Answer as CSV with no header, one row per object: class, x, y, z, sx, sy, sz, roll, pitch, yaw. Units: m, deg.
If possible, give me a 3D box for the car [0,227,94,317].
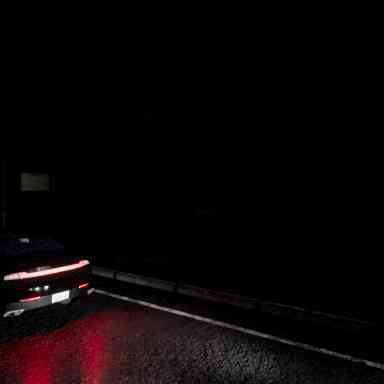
car,-4.081,1.492,6.886,4.902,1.511,2.128,0,0,37
